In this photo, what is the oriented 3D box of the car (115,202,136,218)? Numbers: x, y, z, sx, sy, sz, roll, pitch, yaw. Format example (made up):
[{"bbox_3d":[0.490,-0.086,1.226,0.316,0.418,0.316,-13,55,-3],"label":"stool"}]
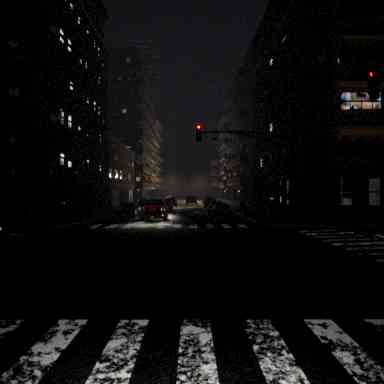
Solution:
[{"bbox_3d":[-5.747,1.567,30.381,1.947,1.339,4.313,0,0,0],"label":"car"}]

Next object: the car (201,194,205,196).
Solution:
[{"bbox_3d":[3.048,1.542,60.952,1.812,1.442,4.674,0,0,0],"label":"car"}]

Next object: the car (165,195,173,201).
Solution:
[{"bbox_3d":[-5.839,1.560,85.447,1.752,1.417,4.829,0,0,0],"label":"car"}]

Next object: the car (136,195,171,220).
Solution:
[{"bbox_3d":[-3.087,1.353,27.630,2.097,1.767,4.553,0,0,-2],"label":"car"}]

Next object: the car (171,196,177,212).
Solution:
[{"bbox_3d":[-3.162,1.496,37.925,2.128,1.511,4.902,0,0,0],"label":"car"}]

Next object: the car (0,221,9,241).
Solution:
[{"bbox_3d":[-10.526,1.667,14.743,4.181,1.385,1.994,-2,0,-1],"label":"car"}]

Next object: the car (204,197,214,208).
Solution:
[{"bbox_3d":[2.625,1.569,35.907,1.947,1.339,4.313,0,0,0],"label":"car"}]

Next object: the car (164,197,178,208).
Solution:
[{"bbox_3d":[-3.165,1.535,49.880,1.812,1.442,4.674,0,0,0],"label":"car"}]

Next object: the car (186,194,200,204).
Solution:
[{"bbox_3d":[-0.103,1.368,61.437,2.097,1.767,4.553,0,0,0],"label":"car"}]

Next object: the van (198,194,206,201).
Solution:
[{"bbox_3d":[2.540,1.376,85.618,1.690,1.788,3.998,-1,0,0],"label":"van"}]

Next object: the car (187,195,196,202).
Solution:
[{"bbox_3d":[-0.115,1.407,69.840,1.994,1.385,4.181,0,0,0],"label":"car"}]

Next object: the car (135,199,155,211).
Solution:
[{"bbox_3d":[-5.766,1.571,41.429,1.947,1.339,4.313,0,0,0],"label":"car"}]

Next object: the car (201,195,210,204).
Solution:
[{"bbox_3d":[2.606,1.553,46.954,1.887,1.381,4.507,0,0,0],"label":"car"}]

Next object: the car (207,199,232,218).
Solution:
[{"bbox_3d":[2.634,1.583,30.383,1.802,1.307,4.206,0,0,0],"label":"car"}]
